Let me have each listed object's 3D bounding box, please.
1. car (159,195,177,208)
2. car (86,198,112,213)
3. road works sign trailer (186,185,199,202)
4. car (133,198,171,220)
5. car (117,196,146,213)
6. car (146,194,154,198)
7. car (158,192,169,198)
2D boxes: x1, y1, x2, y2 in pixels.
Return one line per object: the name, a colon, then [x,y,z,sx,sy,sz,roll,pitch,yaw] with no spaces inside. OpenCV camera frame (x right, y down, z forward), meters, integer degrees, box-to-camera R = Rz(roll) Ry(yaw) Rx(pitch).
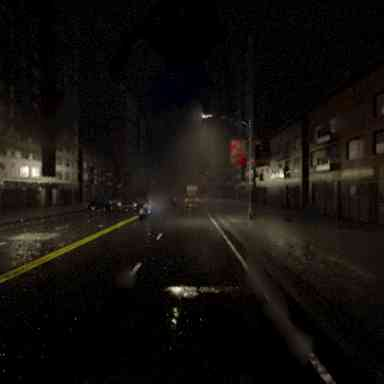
car: [-3.137,1.470,45.829,1.994,1.385,4.181,0,0,0]
car: [-9.832,1.432,35.483,1.837,1.490,4.892,0,0,0]
road works sign trailer: [0.018,0.326,68.942,2.380,3.560,2.880,0,0,0]
car: [-3.143,1.491,27.209,2.033,1.411,5.357,0,0,0]
car: [-6.582,1.278,35.726,2.097,1.767,4.553,0,0,0]
car: [-9.730,1.224,76.150,2.128,1.511,4.902,0,0,0]
car: [-6.480,0.924,76.119,2.150,2.045,5.566,0,0,0]
